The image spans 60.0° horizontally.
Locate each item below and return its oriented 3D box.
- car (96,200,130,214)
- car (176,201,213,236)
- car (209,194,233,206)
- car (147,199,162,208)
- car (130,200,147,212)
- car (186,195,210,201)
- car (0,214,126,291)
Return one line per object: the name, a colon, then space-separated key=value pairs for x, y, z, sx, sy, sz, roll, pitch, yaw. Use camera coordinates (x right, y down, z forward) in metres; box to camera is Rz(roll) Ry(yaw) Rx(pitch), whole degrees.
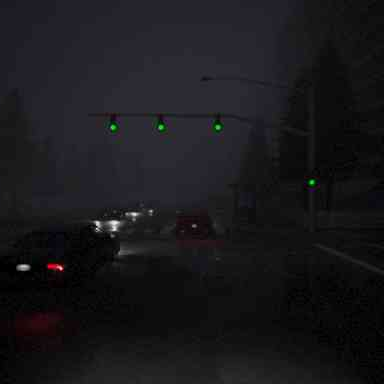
car: x=-7.070 y=1.597 z=29.517 sx=1.812 sy=1.442 sz=4.674 roll=0 pitch=0 yaw=0
car: x=0.113 y=1.502 z=18.707 sx=1.882 sy=1.535 sz=5.008 roll=0 pitch=0 yaw=0
car: x=4.679 y=1.350 z=58.048 sx=2.150 sy=2.045 sz=5.566 roll=0 pitch=0 yaw=30
car: x=-5.977 y=1.731 z=49.637 sx=1.895 sy=1.301 sz=4.718 roll=0 pitch=0 yaw=12
car: x=-6.974 y=1.665 z=39.395 sx=1.994 sy=1.385 sz=4.181 roll=0 pitch=0 yaw=1
car: x=0.788 y=1.616 z=58.179 sx=1.882 sy=1.535 sz=5.008 roll=0 pitch=0 yaw=30
car: x=-3.387 y=1.571 z=9.208 sx=2.033 sy=1.411 sz=5.357 roll=0 pitch=0 yaw=0
